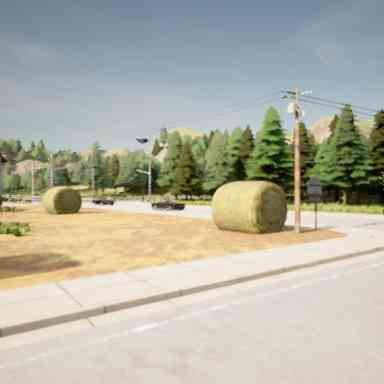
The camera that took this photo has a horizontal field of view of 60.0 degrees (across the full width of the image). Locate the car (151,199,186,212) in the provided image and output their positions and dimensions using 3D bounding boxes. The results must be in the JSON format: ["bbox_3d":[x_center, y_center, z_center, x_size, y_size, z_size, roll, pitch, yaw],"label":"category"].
[{"bbox_3d":[-2.733,1.496,38.079,1.895,1.301,4.718,-1,0,-38],"label":"car"}]

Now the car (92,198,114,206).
[{"bbox_3d":[-14.000,1.567,52.508,1.895,1.301,4.718,-1,0,-38],"label":"car"}]
